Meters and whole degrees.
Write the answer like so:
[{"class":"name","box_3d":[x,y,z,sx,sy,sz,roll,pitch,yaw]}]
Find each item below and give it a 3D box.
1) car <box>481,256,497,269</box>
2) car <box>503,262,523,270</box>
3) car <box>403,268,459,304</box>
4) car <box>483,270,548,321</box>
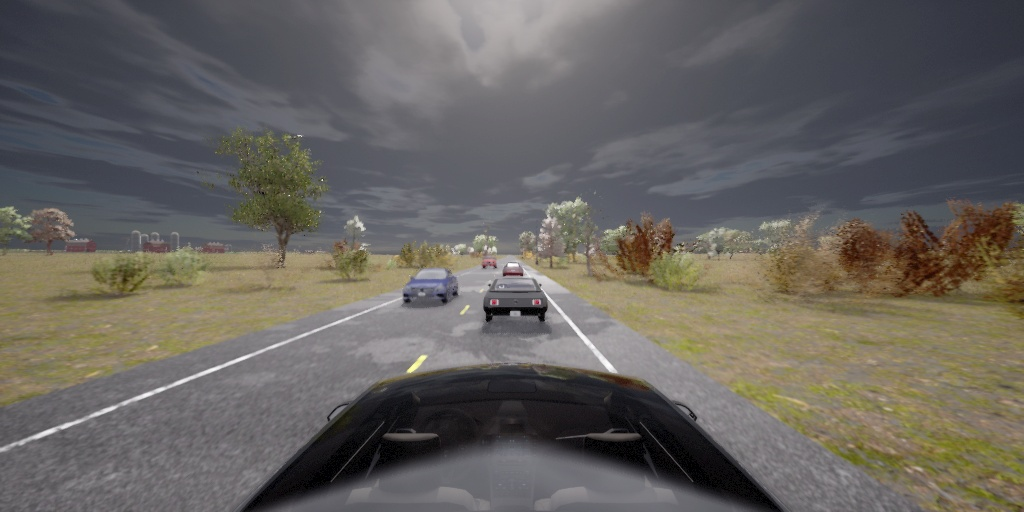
[{"class":"car","box_3d":[-3.545,0.960,56.630,2.150,2.045,5.566,0,0,1]},{"class":"car","box_3d":[0.105,1.311,34.937,1.994,1.385,4.181,0,0,0]},{"class":"car","box_3d":[-3.598,1.275,16.625,1.812,1.442,4.674,0,0,0]},{"class":"car","box_3d":[0.102,1.351,12.422,1.895,1.301,4.718,0,0,0]}]
